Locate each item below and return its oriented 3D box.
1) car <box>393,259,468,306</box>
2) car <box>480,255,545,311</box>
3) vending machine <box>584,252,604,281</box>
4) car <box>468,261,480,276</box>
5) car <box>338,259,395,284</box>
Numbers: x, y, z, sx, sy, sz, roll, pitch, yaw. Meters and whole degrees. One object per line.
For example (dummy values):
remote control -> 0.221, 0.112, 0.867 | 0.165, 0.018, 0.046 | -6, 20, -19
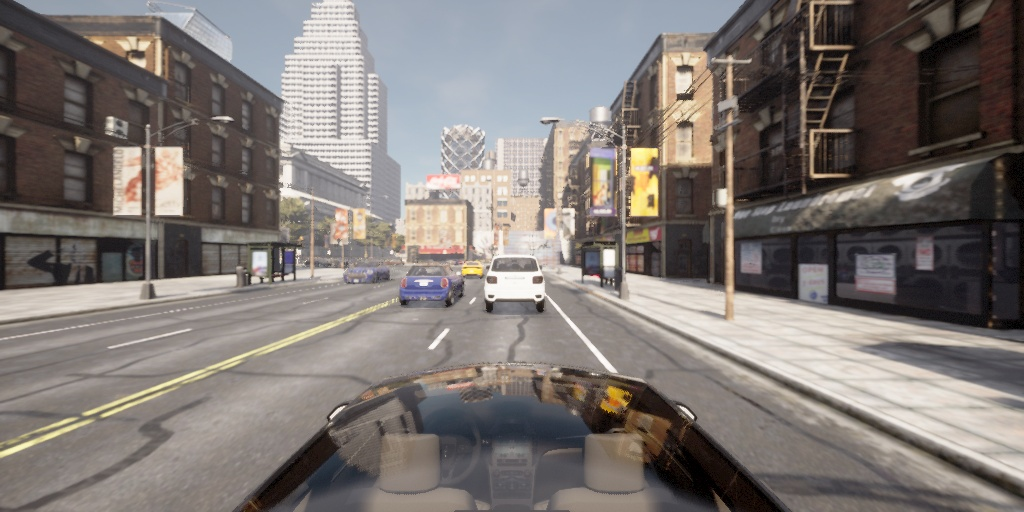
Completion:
car -> -3.403, 1.104, 15.991 | 2.097, 1.767, 4.553 | 0, 0, 0
car -> 0.097, 0.973, 14.686 | 2.150, 2.045, 5.566 | 0, 0, 0
vending machine -> 7.367, 0.949, 32.222 | 1.100, 2.100, 0.880 | 0, 0, -1
car -> -3.745, 1.231, 34.065 | 1.882, 1.535, 5.008 | 0, 0, -4
car -> -10.694, 1.105, 26.759 | 2.097, 1.767, 4.553 | 0, 0, -1
